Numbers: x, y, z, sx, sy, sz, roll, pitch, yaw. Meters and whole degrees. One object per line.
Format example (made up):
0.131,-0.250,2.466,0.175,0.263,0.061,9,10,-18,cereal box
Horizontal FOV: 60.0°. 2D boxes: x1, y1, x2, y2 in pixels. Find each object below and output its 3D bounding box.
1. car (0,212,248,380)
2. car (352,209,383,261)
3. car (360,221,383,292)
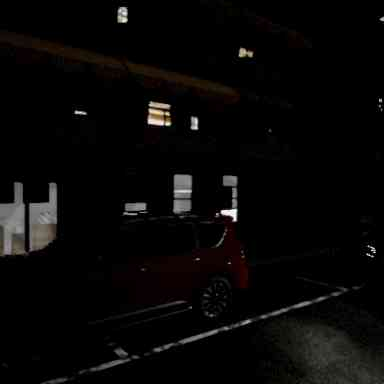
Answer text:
-1.242,1.320,5.674,5.009,1.841,2.192,0,0,-36,car
7.954,1.474,12.236,4.097,1.590,1.967,0,0,-36,car
6.300,1.245,7.872,5.566,2.045,2.150,0,0,-36,car
